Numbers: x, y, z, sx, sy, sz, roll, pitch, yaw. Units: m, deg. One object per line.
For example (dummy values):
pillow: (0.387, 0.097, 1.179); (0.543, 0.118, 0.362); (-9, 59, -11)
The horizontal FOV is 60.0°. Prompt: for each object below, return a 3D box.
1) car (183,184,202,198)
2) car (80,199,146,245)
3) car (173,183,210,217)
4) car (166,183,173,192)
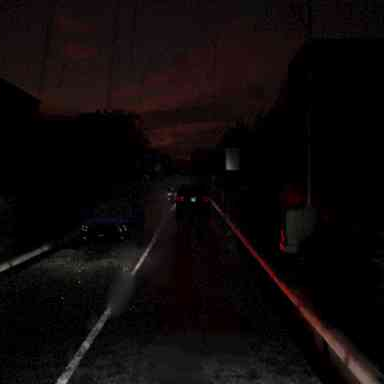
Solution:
car: (0.056, -0.117, 41.115); (2.128, 1.511, 4.902); (0, 3, 0)
car: (-3.114, 1.119, 13.931); (1.882, 1.535, 5.008); (0, 2, 0)
car: (0.076, 0.462, 22.700); (2.150, 2.045, 5.566); (0, 2, 0)
car: (-3.128, -0.736, 54.502); (2.128, 1.511, 4.902); (0, 3, 0)
